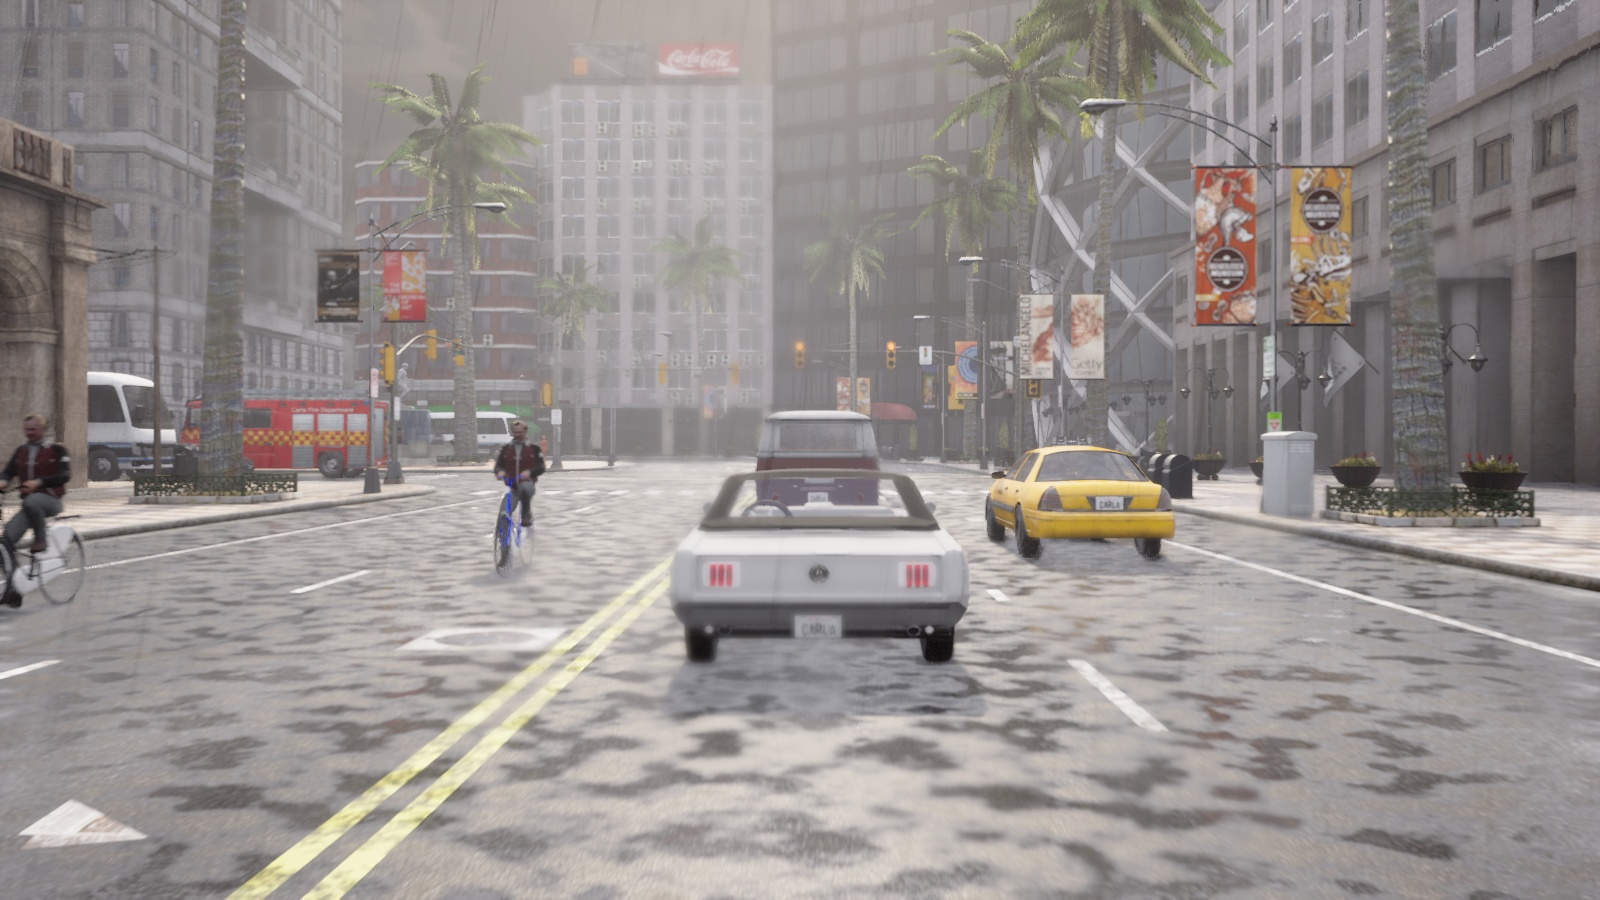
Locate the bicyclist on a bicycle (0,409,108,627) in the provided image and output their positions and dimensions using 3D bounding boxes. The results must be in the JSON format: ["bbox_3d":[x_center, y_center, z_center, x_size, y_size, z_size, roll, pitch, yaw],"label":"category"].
[{"bbox_3d":[-6.835,0.550,10.864,0.659,1.776,1.843,0,0,1],"label":"bicyclist on a bicycle"}]

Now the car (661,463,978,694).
[{"bbox_3d":[0.150,0.791,9.861,1.895,1.301,4.718,0,0,1],"label":"car"}]

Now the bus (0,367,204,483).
[{"bbox_3d":[-29.004,-0.928,48.303,10.273,4.253,3.944,0,0,1],"label":"bus"}]

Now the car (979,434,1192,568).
[{"bbox_3d":[3.752,0.590,17.492,1.801,1.575,5.366,0,0,1],"label":"car"}]

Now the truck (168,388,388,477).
[{"bbox_3d":[-22.830,-0.750,55.245,8.468,3.827,2.891,0,0,1],"label":"truck"}]

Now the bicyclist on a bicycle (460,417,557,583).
[{"bbox_3d":[-3.289,0.533,14.319,0.659,1.776,1.843,0,0,1],"label":"bicyclist on a bicycle"}]

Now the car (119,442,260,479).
[{"bbox_3d":[-25.130,0.437,51.793,4.892,1.490,1.837,0,0,1],"label":"car"}]

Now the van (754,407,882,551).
[{"bbox_3d":[0.278,0.389,19.566,1.775,1.987,4.442,0,0,1],"label":"van"}]
